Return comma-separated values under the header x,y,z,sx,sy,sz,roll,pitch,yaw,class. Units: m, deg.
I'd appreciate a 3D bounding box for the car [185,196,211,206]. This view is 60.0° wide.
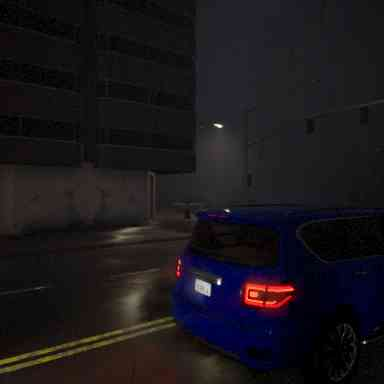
x,y,z,sx,sy,sz,roll,pitch,yaw,class
1.007,1.478,57.819,1.882,1.535,5.008,0,0,-36,car

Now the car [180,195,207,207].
x,y,z,sx,sy,sz,roll,pitch,yaw,class
0.165,1.352,53.030,2.097,1.767,4.553,0,0,-36,car

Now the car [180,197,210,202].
x,y,z,sx,sy,sz,roll,pitch,yaw,class
-0.183,1.601,41.336,1.895,1.301,4.718,0,0,-36,car

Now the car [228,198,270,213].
x,y,z,sx,sy,sz,roll,pitch,yaw,class
6.449,1.505,38.186,1.837,1.490,4.892,0,0,-36,car

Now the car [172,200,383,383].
x,y,z,sx,sy,sz,roll,pitch,yaw,class
2.328,1.221,5.469,5.566,2.045,2.150,0,0,-35,car

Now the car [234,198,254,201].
x,y,z,sx,sy,sz,roll,pitch,yaw,class
5.519,1.547,33.615,2.033,1.411,5.357,0,0,-31,car
